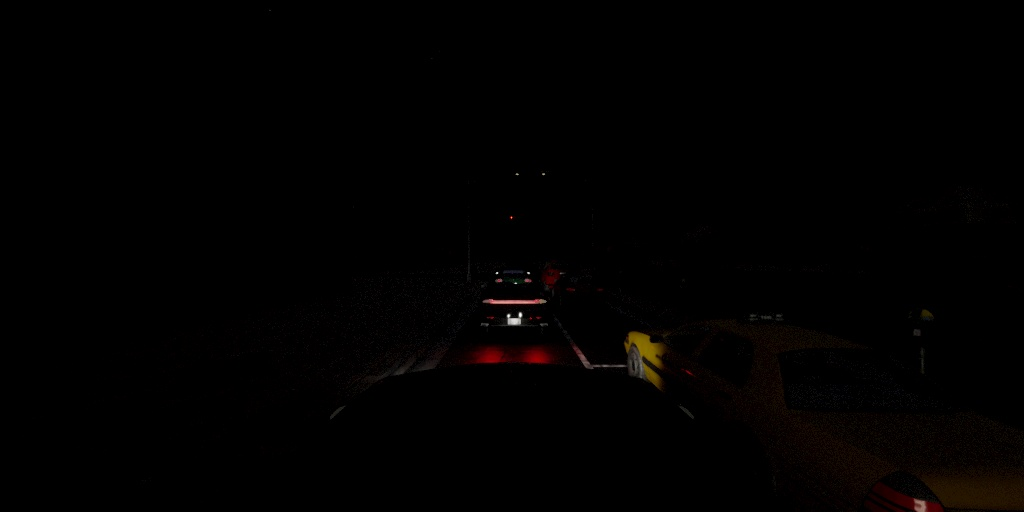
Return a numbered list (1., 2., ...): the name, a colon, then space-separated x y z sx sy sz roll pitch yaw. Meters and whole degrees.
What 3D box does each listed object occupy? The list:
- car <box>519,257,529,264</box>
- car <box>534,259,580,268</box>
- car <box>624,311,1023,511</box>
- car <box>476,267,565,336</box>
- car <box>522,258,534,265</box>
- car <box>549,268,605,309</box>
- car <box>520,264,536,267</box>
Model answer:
1. car: 2.721 1.394 62.960 1.888 1.381 4.507 0 0 0
2. car: 2.663 1.074 20.219 2.192 1.841 5.009 0 0 0
3. car: 2.642 1.276 4.042 1.751 1.417 4.829 0 0 0
4. car: 0.077 1.243 10.393 2.128 1.511 4.902 0 0 1
5. car: 2.699 1.349 46.648 1.888 1.381 4.507 0 0 0
6. car: 2.656 1.336 14.770 1.802 1.307 4.207 0 0 0
7. car: 0.053 1.322 19.337 1.994 1.385 4.181 0 0 -1
